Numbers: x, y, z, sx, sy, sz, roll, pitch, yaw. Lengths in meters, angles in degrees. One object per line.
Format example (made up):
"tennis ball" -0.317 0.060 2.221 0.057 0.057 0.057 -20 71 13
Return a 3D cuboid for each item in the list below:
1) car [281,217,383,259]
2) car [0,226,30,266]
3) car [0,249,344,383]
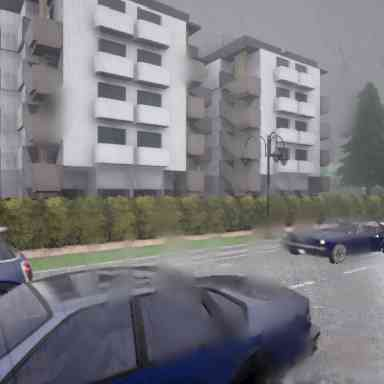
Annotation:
"car" 5.433 1.601 11.861 4.718 1.301 1.895 0 0 -31
"car" -4.774 1.353 4.859 4.553 1.767 2.097 0 0 -34
"car" -0.963 1.548 3.238 5.357 1.411 2.033 0 0 -36
